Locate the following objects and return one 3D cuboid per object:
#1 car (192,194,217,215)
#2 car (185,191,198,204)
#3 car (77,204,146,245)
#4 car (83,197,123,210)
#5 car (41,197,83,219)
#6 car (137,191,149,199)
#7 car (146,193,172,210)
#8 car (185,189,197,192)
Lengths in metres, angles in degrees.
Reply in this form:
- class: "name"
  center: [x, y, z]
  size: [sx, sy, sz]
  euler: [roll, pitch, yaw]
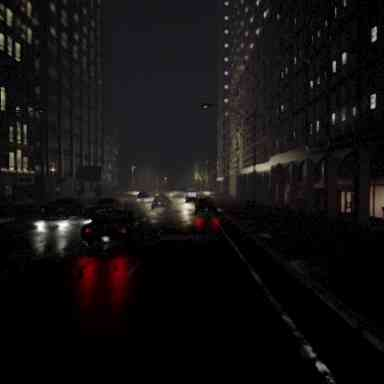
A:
- class: "car"
  center: [1.134, 1.168, 28.400]
  size: [1.812, 1.442, 4.674]
  euler: [0, 1, 0]
- class: "car"
  center: [0.004, 0.985, 48.350]
  size: [1.895, 1.301, 4.718]
  euler: [0, 1, 0]
- class: "car"
  center: [-3.153, 1.420, 14.421]
  size: [1.895, 1.301, 4.718]
  euler: [0, 1, 0]
- class: "car"
  center: [-6.596, 1.178, 25.931]
  size: [1.837, 1.490, 4.892]
  euler: [0, 1, 0]
- class: "car"
  center: [-9.847, 1.154, 25.659]
  size: [1.882, 1.535, 5.008]
  euler: [0, 1, 0]
- class: "car"
  center: [-9.763, 0.612, 66.952]
  size: [1.882, 1.535, 5.008]
  euler: [0, 1, 0]
- class: "car"
  center: [-3.155, 1.107, 34.779]
  size: [2.033, 1.411, 5.357]
  euler: [0, 1, 0]
- class: "car"
  center: [-0.007, 0.466, 60.009]
  size: [2.150, 2.045, 5.566]
  euler: [0, 1, 0]
